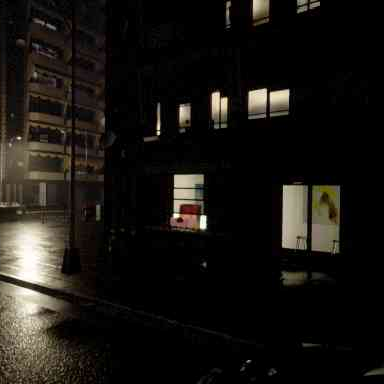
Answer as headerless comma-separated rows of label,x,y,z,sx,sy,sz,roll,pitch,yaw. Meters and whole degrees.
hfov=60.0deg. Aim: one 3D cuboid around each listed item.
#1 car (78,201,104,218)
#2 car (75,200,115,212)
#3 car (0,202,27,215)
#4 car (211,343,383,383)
car,-8.425,1.823,31.998,1.947,1.339,4.313,1,0,36
car,-11.979,1.709,41.394,1.887,1.381,4.507,1,0,36
car,-18.453,1.624,32.419,2.008,1.369,4.403,1,0,36
car,1.995,1.551,1.610,4.403,1.369,2.008,0,1,35
